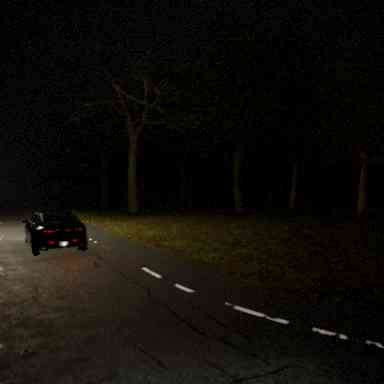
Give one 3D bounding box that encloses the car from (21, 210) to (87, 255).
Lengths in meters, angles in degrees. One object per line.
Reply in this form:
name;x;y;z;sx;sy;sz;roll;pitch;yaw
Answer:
car;-5.510;1.464;13.252;1.837;1.490;4.892;-1;1;-30
